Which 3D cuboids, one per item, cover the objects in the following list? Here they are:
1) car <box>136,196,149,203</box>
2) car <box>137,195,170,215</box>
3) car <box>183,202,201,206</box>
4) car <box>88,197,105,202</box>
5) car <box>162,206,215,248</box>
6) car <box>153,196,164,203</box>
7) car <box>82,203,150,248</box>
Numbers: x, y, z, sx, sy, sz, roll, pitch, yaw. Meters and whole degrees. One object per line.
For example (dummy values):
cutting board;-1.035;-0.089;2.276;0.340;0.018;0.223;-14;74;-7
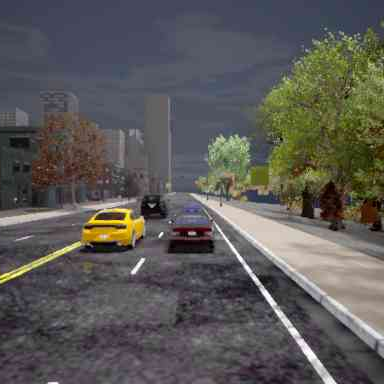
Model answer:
car;-10.254;1.496;69.315;2.033;1.411;5.357;0;0;-1
car;-3.249;1.249;29.681;2.150;2.045;5.566;0;0;0
car;0.000;1.555;29.651;2.033;1.411;5.357;0;0;0
car;-23.942;1.805;83.397;4.313;1.339;1.947;-1;1;-1
car;0.000;1.557;14.651;2.033;1.411;5.357;0;0;0
car;-7.011;1.579;69.757;1.895;1.301;4.718;0;0;-1
car;-3.250;1.479;14.651;1.882;1.535;5.008;0;0;0
